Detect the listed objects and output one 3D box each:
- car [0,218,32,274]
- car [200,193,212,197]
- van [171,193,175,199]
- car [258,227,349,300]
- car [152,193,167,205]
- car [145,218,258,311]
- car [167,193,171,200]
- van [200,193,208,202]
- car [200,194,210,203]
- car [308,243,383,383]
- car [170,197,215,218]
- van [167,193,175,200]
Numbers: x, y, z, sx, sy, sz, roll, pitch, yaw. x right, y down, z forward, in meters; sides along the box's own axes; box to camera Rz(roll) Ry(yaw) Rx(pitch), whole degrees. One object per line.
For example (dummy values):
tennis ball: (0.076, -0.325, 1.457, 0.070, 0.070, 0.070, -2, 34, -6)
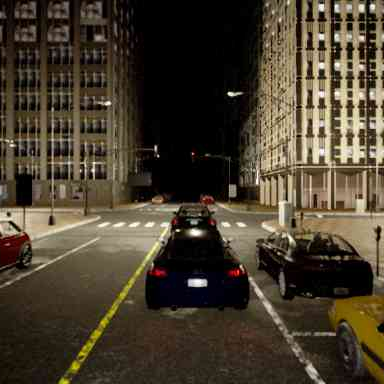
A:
car: (-5.695, 1.433, 8.158, 1.967, 1.590, 4.097, 0, 0, 0)
car: (2.745, 1.351, 57.426, 1.967, 1.590, 4.097, 0, 0, 0)
van: (-5.747, 1.185, 80.161, 1.690, 1.788, 3.998, 0, 0, 0)
car: (2.685, 1.544, 8.166, 2.008, 1.369, 4.403, 0, 0, 0)
car: (-5.826, 1.351, 57.421, 1.967, 1.590, 4.097, 0, 0, 0)
car: (0.096, 1.558, 7.821, 1.994, 1.385, 4.181, 0, 0, 0)
car: (-5.764, 1.210, 63.106, 2.192, 1.841, 5.009, 0, 0, 0)
van: (2.637, 1.202, 74.479, 1.690, 1.788, 3.998, 0, 0, 0)
car: (2.641, 1.319, 68.794, 1.967, 1.590, 4.097, 0, 0, 0)
car: (2.689, 1.523, 2.668, 1.752, 1.417, 4.829, 0, 0, 0)
car: (0.086, 1.336, 16.454, 2.097, 1.767, 4.553, 0, 0, 0)
van: (-5.755, 1.146, 91.532, 1.690, 1.788, 3.998, 0, 0, 0)
